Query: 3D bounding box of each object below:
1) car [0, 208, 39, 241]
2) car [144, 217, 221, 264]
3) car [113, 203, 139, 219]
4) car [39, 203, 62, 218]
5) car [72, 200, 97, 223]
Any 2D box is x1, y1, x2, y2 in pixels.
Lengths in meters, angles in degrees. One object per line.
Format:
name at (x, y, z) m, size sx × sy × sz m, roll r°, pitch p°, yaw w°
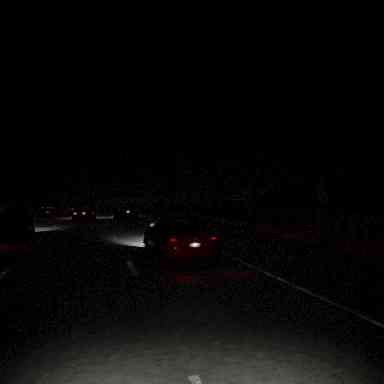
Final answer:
car at (-9.304, 1.565, 16.915) m, size 1.837 × 1.490 × 4.892 m, roll 0°, pitch 0°, yaw -17°
car at (-0.501, 1.592, 12.069) m, size 1.994 × 1.385 × 4.181 m, roll 0°, pitch 0°, yaw -17°
car at (-6.020, 1.691, 30.110) m, size 1.994 × 1.385 × 4.181 m, roll 0°, pitch -1°, yaw -17°
car at (-14.727, 1.882, 34.647) m, size 2.128 × 1.511 × 4.902 m, roll 0°, pitch -3°, yaw -17°
car at (-8.688, 1.644, 26.866) m, size 2.033 × 1.411 × 5.357 m, roll 0°, pitch -1°, yaw -17°
